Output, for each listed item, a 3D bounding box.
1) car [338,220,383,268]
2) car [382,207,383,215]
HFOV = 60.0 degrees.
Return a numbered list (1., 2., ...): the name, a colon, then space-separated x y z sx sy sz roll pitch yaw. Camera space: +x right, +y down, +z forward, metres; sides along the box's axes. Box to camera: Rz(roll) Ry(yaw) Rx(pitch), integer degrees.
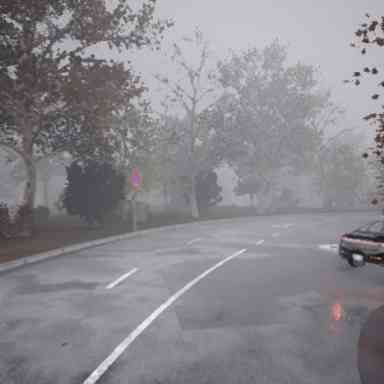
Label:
1. car: 6.668 1.602 10.130 4.902 1.511 2.128 1 0 -27
2. car: 20.628 1.762 32.496 4.902 1.511 2.128 0 -1 -30
